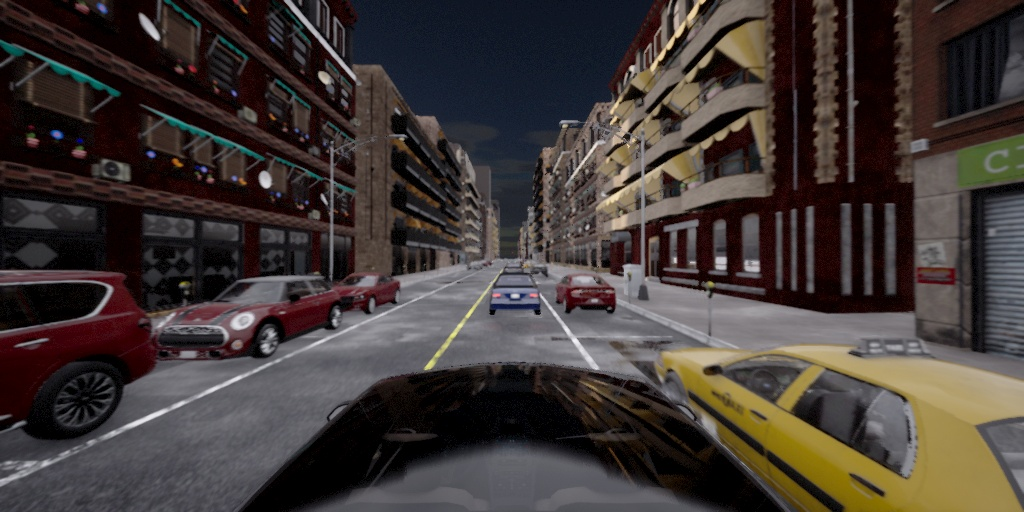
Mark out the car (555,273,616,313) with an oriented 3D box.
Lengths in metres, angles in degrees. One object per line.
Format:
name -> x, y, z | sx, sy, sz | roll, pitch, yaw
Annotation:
car -> 2.693, 1.330, 13.920 | 1.888, 1.381, 4.507 | 0, 0, 0

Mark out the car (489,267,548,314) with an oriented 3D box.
car -> 0.104, 1.333, 13.947 | 2.033, 1.411, 5.357 | 0, 0, 0

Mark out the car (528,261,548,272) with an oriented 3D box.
car -> 2.703, 1.399, 36.465 | 2.007, 1.370, 4.403 | 0, 0, 0

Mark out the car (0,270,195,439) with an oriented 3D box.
car -> -5.692, 1.067, 2.655 | 2.192, 1.841, 5.009 | 0, 0, 0

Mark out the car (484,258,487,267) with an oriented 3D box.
car -> -5.668, 1.461, 59.018 | 2.007, 1.370, 4.403 | 0, 0, 0

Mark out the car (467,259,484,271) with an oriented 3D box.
car -> -5.670, 1.446, 53.381 | 2.007, 1.370, 4.403 | 0, 0, 0

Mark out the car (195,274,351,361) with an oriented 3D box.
car -> -5.690, 1.209, 8.291 | 1.967, 1.591, 4.097 | 0, 0, 0

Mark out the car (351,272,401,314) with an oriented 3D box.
car -> -5.687, 1.330, 13.928 | 1.888, 1.381, 4.507 | 0, 0, 0

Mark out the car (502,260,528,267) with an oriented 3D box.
car -> 0.113, 1.330, 32.633 | 2.128, 1.511, 4.902 | 0, 0, 0

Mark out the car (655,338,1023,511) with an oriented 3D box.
car -> 2.689, 1.278, 2.818 | 1.751, 1.417, 4.829 | 0, 0, 0
